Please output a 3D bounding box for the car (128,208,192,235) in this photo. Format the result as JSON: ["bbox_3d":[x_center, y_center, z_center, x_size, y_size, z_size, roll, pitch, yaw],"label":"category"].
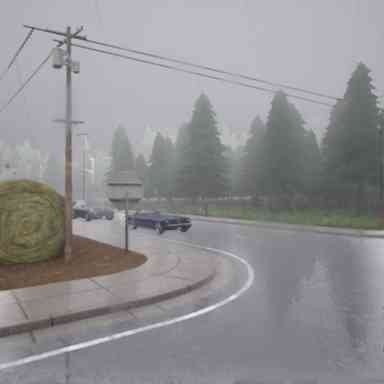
[{"bbox_3d":[-2.060,1.643,19.596,1.895,1.301,4.718,0,0,-38],"label":"car"}]

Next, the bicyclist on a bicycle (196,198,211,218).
[{"bbox_3d":[0.959,1.348,27.843,1.656,1.620,0.582,0,0,-38],"label":"bicyclist on a bicycle"}]

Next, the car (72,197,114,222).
[{"bbox_3d":[-8.183,1.393,27.343,2.097,1.767,4.553,0,0,-38],"label":"car"}]
